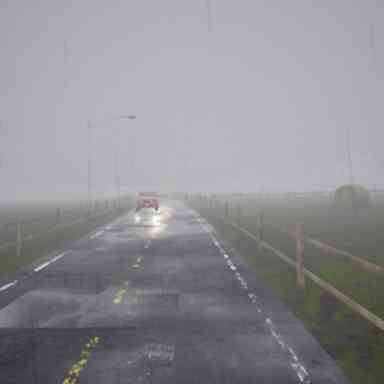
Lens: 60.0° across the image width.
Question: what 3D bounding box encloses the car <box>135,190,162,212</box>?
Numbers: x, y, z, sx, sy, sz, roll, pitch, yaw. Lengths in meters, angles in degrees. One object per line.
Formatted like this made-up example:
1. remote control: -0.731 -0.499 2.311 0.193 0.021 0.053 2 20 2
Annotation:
1. car: -4.476 0.840 33.971 2.150 2.045 5.566 -1 1 -4

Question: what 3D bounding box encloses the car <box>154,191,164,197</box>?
1. car: -8.437 0.539 84.730 2.128 1.511 4.902 -1 1 -10

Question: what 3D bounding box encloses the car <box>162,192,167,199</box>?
1. car: -6.669 0.670 74.421 1.882 1.535 5.008 -1 1 -9
